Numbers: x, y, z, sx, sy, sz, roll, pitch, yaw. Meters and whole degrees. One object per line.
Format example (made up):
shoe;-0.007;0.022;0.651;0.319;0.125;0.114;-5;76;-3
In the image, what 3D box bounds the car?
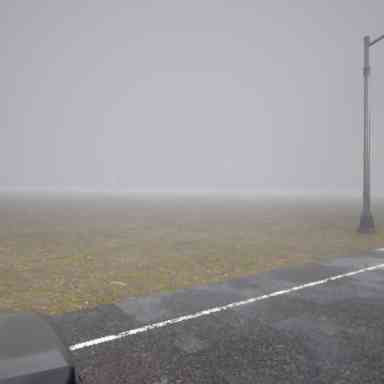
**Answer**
car;-3.296;1.547;1.643;5.357;1.411;2.033;0;0;-36
